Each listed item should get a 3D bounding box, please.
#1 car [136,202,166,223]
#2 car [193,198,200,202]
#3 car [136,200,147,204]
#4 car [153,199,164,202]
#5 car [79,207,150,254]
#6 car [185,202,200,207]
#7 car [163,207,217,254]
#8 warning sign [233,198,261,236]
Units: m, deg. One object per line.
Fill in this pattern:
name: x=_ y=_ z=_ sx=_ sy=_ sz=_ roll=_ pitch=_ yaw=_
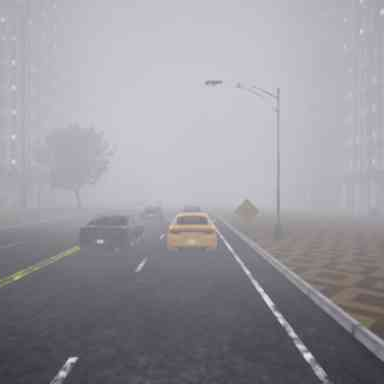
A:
car: x=-3.243 y=1.842 z=28.386 sx=1.994 sy=1.385 sz=4.181 roll=0 pitch=0 yaw=1
car: x=1.094 y=2.343 z=83.458 sx=1.812 sy=1.442 sz=4.674 roll=0 pitch=-1 yaw=0
car: x=-9.797 y=2.199 z=65.315 sx=1.994 sy=1.385 sz=4.181 roll=0 pitch=-1 yaw=0
car: x=-6.546 y=2.141 z=65.303 sx=1.837 sy=1.490 sz=4.892 roll=0 pitch=-1 yaw=0
car: x=-3.226 y=1.617 z=14.244 sx=1.882 sy=1.535 sz=5.008 roll=0 pitch=0 yaw=1
car: x=0.009 y=1.843 z=28.478 sx=1.994 sy=1.385 sz=4.181 roll=0 pitch=0 yaw=1
car: x=0.024 y=1.617 z=14.241 sx=1.882 sy=1.535 sz=5.008 roll=0 pitch=0 yaw=1
warning sign: x=2.856 y=1.287 z=17.440 sx=1.300 sy=1.860 sz=1.060 roll=1 pitch=0 yaw=0
